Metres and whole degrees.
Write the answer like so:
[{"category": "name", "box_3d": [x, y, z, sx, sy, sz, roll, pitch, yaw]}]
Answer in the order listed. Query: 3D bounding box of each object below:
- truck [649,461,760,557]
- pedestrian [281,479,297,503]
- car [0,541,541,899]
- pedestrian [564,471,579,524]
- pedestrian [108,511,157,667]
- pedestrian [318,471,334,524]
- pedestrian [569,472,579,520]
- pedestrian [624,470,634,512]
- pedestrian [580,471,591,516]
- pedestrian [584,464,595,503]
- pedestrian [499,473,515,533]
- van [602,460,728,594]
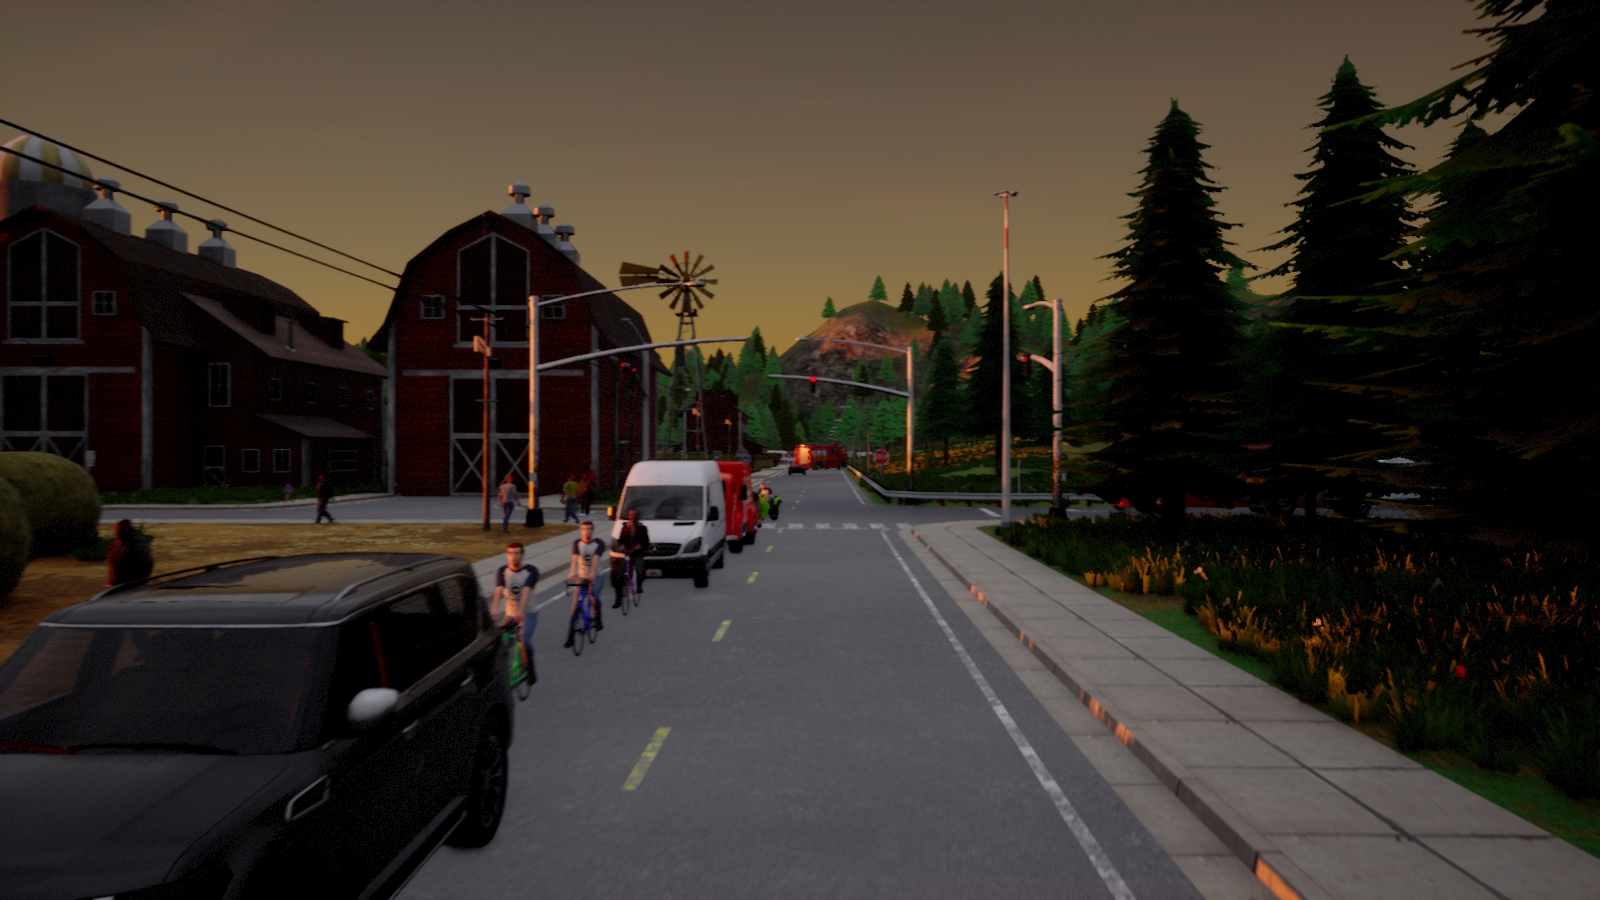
[{"category": "truck", "box_3d": [-2.609, 1.564, 32.646, 2.627, 2.467, 5.204, 0, 0, 1]}, {"category": "pedestrian", "box_3d": [-24.641, 1.971, 55.073, 0.500, 1.100, 0.500, 0, 0, 30]}, {"category": "car", "box_3d": [-3.225, 1.777, 6.631, 2.150, 2.045, 5.566, 0, 0, 0]}, {"category": "pedestrian", "box_3d": [-8.049, 1.672, 40.237, 0.375, 1.860, 0.375, 0, 0, 34]}, {"category": "pedestrian", "box_3d": [-8.172, 1.684, 13.992, 0.375, 1.860, 0.375, 0, 0, 6]}, {"category": "pedestrian", "box_3d": [-16.674, 1.662, 40.219, 0.375, 1.860, 0.375, 0, 0, 11]}, {"category": "pedestrian", "box_3d": [-8.877, 1.814, 44.846, 0.375, 1.860, 0.375, 0, 0, -13]}, {"category": "pedestrian", "box_3d": [-7.609, 1.815, 50.705, 0.375, 1.860, 0.375, 0, 0, 2]}, {"category": "pedestrian", "box_3d": [-8.952, 1.814, 47.683, 0.375, 1.860, 0.375, 0, 0, 7]}, {"category": "pedestrian", "box_3d": [-10.167, 1.617, 55.132, 0.375, 1.860, 0.375, 0, 0, 34]}, {"category": "pedestrian", "box_3d": [-9.180, 1.669, 35.796, 0.375, 1.860, 0.375, 0, 0, 10]}, {"category": "van", "box_3d": [-2.829, 1.531, 25.336, 1.988, 2.561, 5.915, 0, 0, 1]}]
